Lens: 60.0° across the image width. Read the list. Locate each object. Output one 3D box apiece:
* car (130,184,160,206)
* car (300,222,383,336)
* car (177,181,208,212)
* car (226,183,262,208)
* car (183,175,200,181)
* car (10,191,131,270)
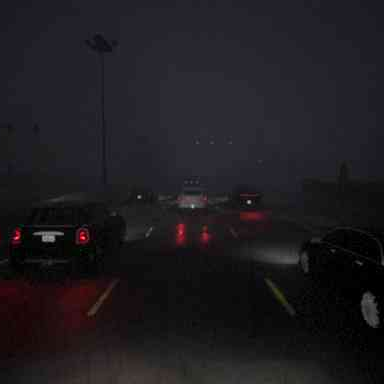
[{"bbox_3d":[-3.488,0.116,23.968,1.994,1.385,4.181,0,5,0],"label":"car"},{"bbox_3d":[3.593,1.344,6.389,1.837,1.490,4.892,0,2,0],"label":"car"},{"bbox_3d":[0.026,0.361,20.915,1.812,1.442,4.674,0,5,0],"label":"car"},{"bbox_3d":[3.518,0.156,22.924,1.837,1.490,4.892,0,5,0],"label":"car"},{"bbox_3d":[-0.066,-1.204,37.945,2.033,1.411,5.357,0,5,0],"label":"car"},{"bbox_3d":[-3.419,1.020,10.042,2.097,1.767,4.553,0,3,0],"label":"car"}]
